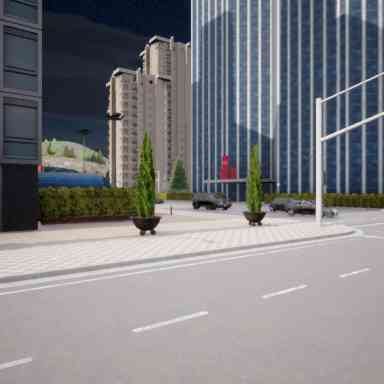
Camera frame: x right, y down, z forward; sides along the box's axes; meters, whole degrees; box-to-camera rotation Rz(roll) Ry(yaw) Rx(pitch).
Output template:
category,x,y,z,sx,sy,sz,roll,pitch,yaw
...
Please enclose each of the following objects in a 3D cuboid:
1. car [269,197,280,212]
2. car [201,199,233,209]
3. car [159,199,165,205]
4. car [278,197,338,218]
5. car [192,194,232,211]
category,x,y,z,sx,sy,sz,roll,pitch,yaw
car,10.558,1.352,35.600,2.097,1.767,4.553,0,0,-36
car,3.351,1.600,45.559,1.895,1.301,4.718,0,0,-36
car,-6.551,1.564,59.365,1.994,1.385,4.181,0,0,-35
car,10.525,1.491,29.687,2.128,1.511,4.902,0,0,-36
car,2.265,1.223,41.086,2.150,2.045,5.566,0,0,-36
